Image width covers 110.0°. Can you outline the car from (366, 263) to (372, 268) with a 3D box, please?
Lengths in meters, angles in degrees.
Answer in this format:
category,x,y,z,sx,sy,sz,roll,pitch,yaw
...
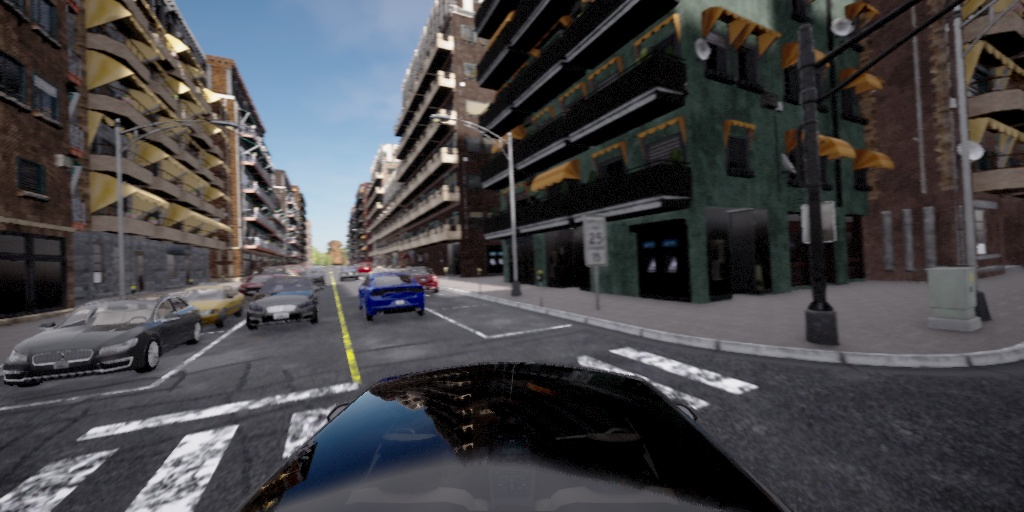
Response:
category,x,y,z,sx,sy,sz,roll,pitch,yaw
car,-13.387,1.749,36.370,1.751,1.417,4.829,0,0,-27

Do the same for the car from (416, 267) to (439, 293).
category,x,y,z,sx,sy,sz,roll,pitch,yaw
car,-5.722,1.363,21.341,1.967,1.591,4.097,0,0,-27

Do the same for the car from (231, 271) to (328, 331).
category,x,y,z,sx,sy,sz,roll,pitch,yaw
car,-7.670,1.475,12.367,2.128,1.511,4.902,-2,0,-27

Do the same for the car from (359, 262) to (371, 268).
category,x,y,z,sx,sy,sz,roll,pitch,yaw
car,-20.898,1.841,51.096,2.192,1.841,5.009,0,0,-27

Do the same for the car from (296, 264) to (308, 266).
category,x,y,z,sx,sy,sz,roll,pitch,yaw
car,-25.844,2.011,42.356,2.192,1.841,5.009,0,0,-27

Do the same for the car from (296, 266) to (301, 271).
category,x,y,z,sx,sy,sz,roll,pitch,yaw
car,-23.237,2.121,37.245,1.751,1.417,4.829,0,0,-27

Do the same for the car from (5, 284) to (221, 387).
category,x,y,z,sx,sy,sz,roll,pitch,yaw
car,-8.138,1.546,7.641,2.007,1.370,4.403,0,0,-27

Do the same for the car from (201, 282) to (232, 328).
category,x,y,z,sx,sy,sz,roll,pitch,yaw
car,-10.590,1.620,12.449,1.751,1.417,4.829,0,0,-27

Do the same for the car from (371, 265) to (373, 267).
category,x,y,z,sx,sy,sz,roll,pitch,yaw
car,-10.780,1.674,31.259,2.007,1.370,4.403,0,0,-27

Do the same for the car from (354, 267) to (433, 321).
category,x,y,z,sx,sy,sz,roll,pitch,yaw
car,-4.641,1.351,13.470,1.882,1.535,5.008,-2,0,-27

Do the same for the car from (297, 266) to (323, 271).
category,x,y,z,sx,sy,sz,roll,pitch,yaw
car,-17.685,1.884,32.057,1.837,1.490,4.892,-2,0,-27

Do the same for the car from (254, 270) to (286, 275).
category,x,y,z,sx,sy,sz,roll,pitch,yaw
car,-15.726,1.839,22.520,1.888,1.381,4.507,0,0,-27

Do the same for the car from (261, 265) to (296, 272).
category,x,y,z,sx,sy,sz,roll,pitch,yaw
car,-18.256,1.709,27.479,2.192,1.841,5.009,0,0,-27

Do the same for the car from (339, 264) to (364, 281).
category,x,y,z,sx,sy,sz,roll,pitch,yaw
car,-17.505,1.929,38.587,2.033,1.411,5.357,-2,0,-26
